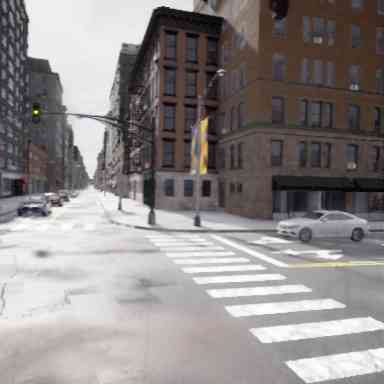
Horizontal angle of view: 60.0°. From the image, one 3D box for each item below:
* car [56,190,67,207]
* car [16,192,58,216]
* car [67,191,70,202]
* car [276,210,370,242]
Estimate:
[{"bbox_3d":[-14.512,0.760,34.559,1.994,1.385,4.181,1,1,-16],"label":"car"},{"bbox_3d":[-11.640,0.941,24.944,2.033,1.411,5.357,1,1,-17],"label":"car"},{"bbox_3d":[-17.415,0.497,44.513,1.837,1.490,4.892,1,1,-17],"label":"car"},{"bbox_3d":[6.501,1.625,16.482,4.674,1.442,1.812,2,1,-15],"label":"car"}]
